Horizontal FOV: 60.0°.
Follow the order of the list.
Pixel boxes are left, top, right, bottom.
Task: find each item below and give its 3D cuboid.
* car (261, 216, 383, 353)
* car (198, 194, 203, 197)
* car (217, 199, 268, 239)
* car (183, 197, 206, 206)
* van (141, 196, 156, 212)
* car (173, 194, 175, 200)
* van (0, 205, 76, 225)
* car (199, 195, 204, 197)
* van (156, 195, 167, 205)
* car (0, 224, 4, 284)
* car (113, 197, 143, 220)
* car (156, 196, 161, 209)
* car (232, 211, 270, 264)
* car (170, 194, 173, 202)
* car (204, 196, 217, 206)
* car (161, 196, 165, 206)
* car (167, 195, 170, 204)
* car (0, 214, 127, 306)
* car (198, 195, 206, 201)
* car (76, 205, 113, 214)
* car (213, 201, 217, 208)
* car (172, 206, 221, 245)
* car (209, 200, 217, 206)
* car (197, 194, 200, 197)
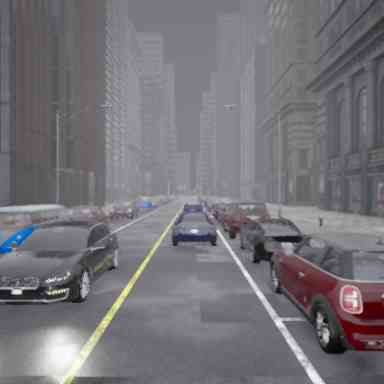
[{"bbox_3d":[2.760,1.453,6.175,1.967,1.590,4.097,0,0,0],"label":"car"},{"bbox_3d":[2.768,1.760,79.447,1.802,1.307,4.206,0,0,0],"label":"car"},{"bbox_3d":[2.760,1.351,17.449,2.192,1.841,5.009,0,0,0],"label":"car"},{"bbox_3d":[0.103,1.546,33.499,1.882,1.535,5.008,0,0,0],"label":"car"},{"bbox_3d":[-5.762,1.422,39.987,1.690,1.788,3.998,0,0,0],"label":"van"},{"bbox_3d":[-5.757,1.743,79.442,1.947,1.339,4.313,0,0,0],"label":"car"},{"bbox_3d":[-5.765,1.364,11.803,1.690,1.788,3.998,0,0,0],"label":"van"},{"bbox_3d":[2.767,1.732,68.174,1.802,1.307,4.206,0,0,0],"label":"car"},{"bbox_3d":[-5.761,1.461,56.896,1.690,1.788,3.998,0,0,0],"label":"van"},{"bbox_3d":[-5.765,1.557,6.166,1.887,1.381,4.507,0,0,0],"label":"car"},{"bbox_3d":[-5.763,1.498,28.713,1.967,1.590,4.097,0,0,0],"label":"car"},{"bbox_3d":[-5.761,1.618,45.453,1.752,1.417,4.829,0,0,0],"label":"car"},{"bbox_3d":[2.761,1.591,11.811,1.947,1.339,4.313,0,0,0],"label":"car"},{"bbox_3d":[-5.759,1.463,68.170,2.192,1.841,5.009,0,0,0],"label":"car"},{"bbox_3d":[2.763,1.523,39.993,1.967,1.590,4.097,0,0,0],"label":"car"},{"bbox_3d":[-5.760,1.657,51.259,2.008,1.369,4.403,0,0,0],"label":"car"},{"bbox_3d":[-5.760,1.575,62.532,1.967,1.590,4.097,0,0,0],"label":"car"},{"bbox_3d":[-3.098,1.521,8.313,1.837,1.490,4.892,0,0,0],"label":"car"},{"bbox_3d":[2.768,1.649,90.720,1.967,1.590,4.097,0,0,0],"label":"car"},{"bbox_3d":[-5.764,1.475,17.440,1.967,1.590,4.097,0,0,0],"label":"car"},{"bbox_3d":[2.762,1.592,23.084,1.887,1.381,4.507,0,0,0],"label":"car"},{"bbox_3d":[0.101,1.596,15.762,1.994,1.385,4.181,0,0,0],"label":"car"},{"bbox_3d":[2.762,1.625,28.721,1.947,1.339,4.313,0,0,0],"label":"car"},{"bbox_3d":[2.768,1.775,85.084,1.802,1.307,4.206,0,0,0],"label":"car"}]
